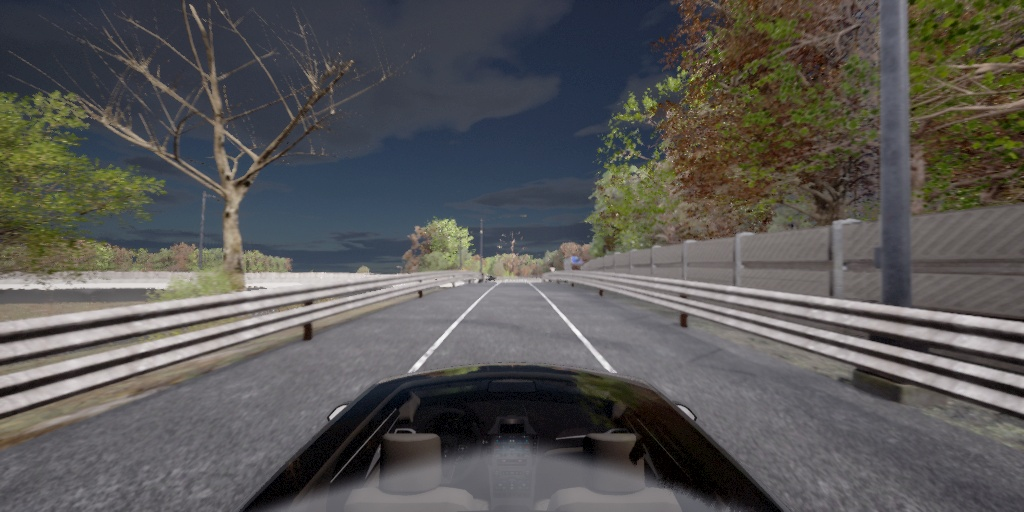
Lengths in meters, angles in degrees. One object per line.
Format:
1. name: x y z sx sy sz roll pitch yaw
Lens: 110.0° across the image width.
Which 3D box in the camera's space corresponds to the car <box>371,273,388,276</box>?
1. car: -19.866 3.375 55.650 5.357 1.411 2.033 3 -5 -41
